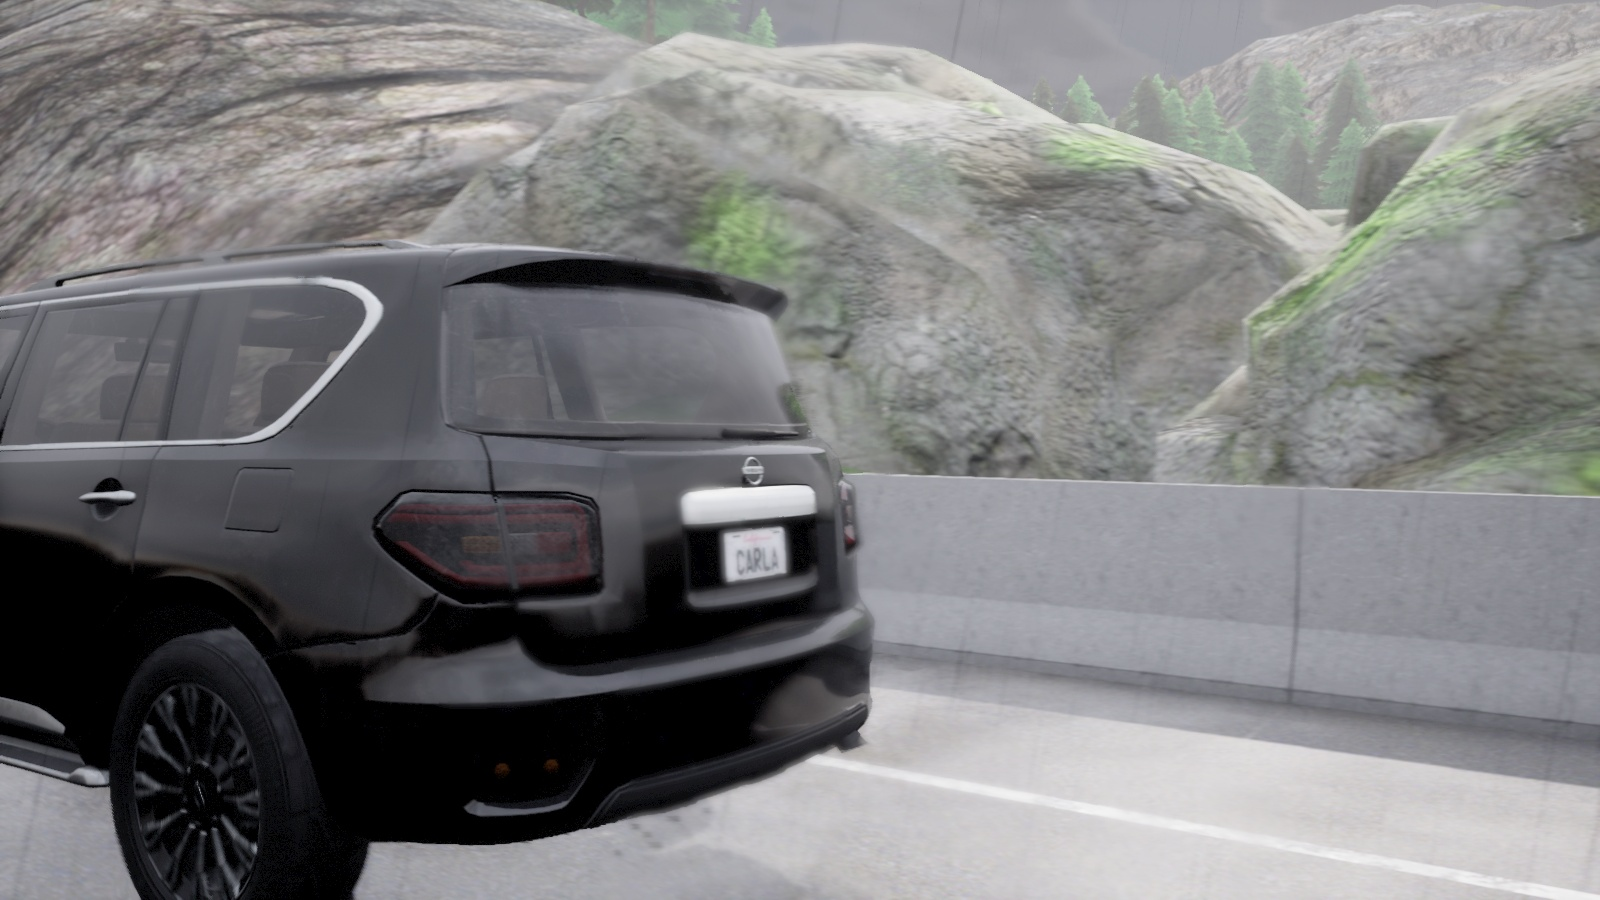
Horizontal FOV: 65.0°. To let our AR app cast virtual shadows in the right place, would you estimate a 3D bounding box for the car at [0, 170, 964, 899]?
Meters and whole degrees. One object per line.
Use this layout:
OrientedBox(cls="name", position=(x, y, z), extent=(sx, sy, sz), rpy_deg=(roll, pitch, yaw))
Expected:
OrientedBox(cls="car", position=(-2.329, 0.397, 5.165), extent=(5.566, 2.045, 2.150), rpy_deg=(0, 1, 34))
